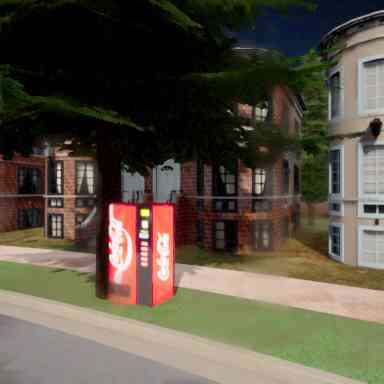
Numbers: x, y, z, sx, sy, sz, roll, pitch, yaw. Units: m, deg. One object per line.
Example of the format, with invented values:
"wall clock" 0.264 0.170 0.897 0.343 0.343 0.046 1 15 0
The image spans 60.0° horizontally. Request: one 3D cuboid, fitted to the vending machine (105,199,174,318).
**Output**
"vending machine" -1.017 1.195 6.631 0.880 2.100 1.100 0 0 30
